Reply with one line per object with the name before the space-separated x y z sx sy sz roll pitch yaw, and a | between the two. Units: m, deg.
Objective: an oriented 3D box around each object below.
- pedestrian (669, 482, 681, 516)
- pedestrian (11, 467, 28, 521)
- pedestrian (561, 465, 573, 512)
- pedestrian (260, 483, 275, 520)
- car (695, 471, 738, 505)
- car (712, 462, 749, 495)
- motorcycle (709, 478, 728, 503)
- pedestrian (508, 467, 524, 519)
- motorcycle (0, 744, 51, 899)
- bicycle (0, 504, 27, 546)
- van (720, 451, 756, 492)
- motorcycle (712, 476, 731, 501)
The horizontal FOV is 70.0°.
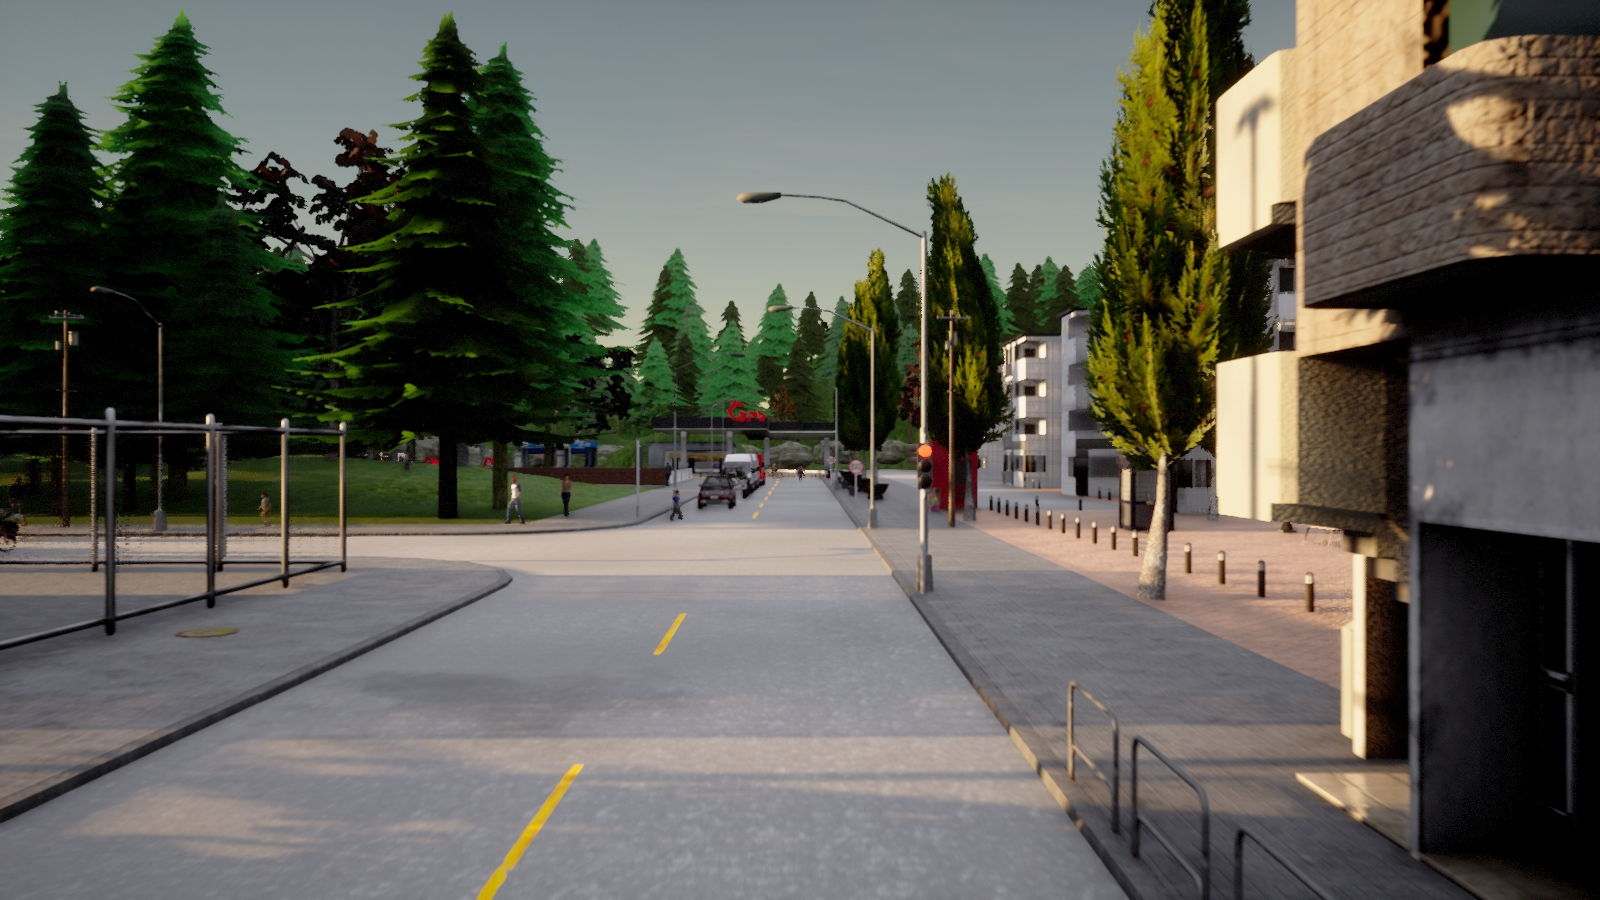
pedestrian | -4.920 1.909 44.852 0.375 1.300 0.375 0 0 12
pedestrian | -27.149 1.525 39.742 0.375 1.860 0.375 0 0 38
pedestrian | -9.294 1.526 45.594 0.375 1.860 0.375 0 0 0
pedestrian | -18.768 1.806 40.277 0.375 1.300 0.375 0 0 -3
car | -3.998 1.806 55.341 1.789 1.549 3.705 0 0 0
car | -4.044 1.644 67.128 1.932 1.855 4.605 0 0 0
motorcycle | -4.016 1.993 56.303 0.803 1.145 2.033 0 0 0
pedestrian | -10.162 1.524 40.875 0.375 1.860 0.375 0 0 38
motorcycle | -4.019 1.993 4.504 0.803 1.145 2.033 0 0 0
bicycle | -22.161 2.037 31.243 1.487 1.080 0.859 0 0 0
van | -3.989 1.315 74.194 1.988 2.561 5.915 0 0 0
motorcycle | -3.987 1.962 58.295 0.856 1.236 1.805 0 0 0
